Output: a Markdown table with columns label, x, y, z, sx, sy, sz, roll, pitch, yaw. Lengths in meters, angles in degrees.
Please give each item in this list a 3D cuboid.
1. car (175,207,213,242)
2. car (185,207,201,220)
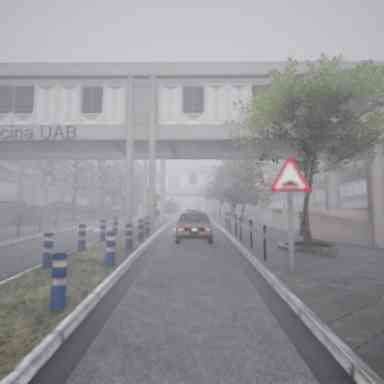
| label | x | y | z | sx | sy | sz | roll | pitch | yaw |
| --- | --- | --- | --- | --- | --- | --- | --- | --- | --- |
| car | 0.101 | 1.722 | 17.403 | 2.033 | 1.411 | 5.357 | 0 | 0 | 0 |
| car | 0.103 | 2.629 | 41.308 | 1.837 | 1.490 | 4.892 | 0 | -3 | 0 |
